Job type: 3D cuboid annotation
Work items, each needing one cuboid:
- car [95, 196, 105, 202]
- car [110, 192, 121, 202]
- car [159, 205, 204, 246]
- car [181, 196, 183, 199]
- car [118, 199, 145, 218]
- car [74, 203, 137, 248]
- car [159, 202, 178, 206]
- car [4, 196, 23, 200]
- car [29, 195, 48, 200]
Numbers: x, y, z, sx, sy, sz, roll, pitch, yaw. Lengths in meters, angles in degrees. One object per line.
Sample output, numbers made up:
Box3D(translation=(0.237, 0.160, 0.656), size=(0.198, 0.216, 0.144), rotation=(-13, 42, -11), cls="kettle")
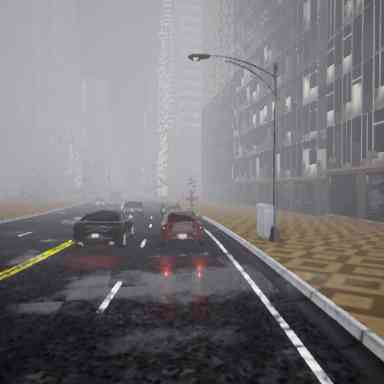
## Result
Box3D(translation=(-19.814, 1.478, 71.743), size=(1.994, 1.385, 4.181), rotation=(0, 0, -11), cls="car")
Box3D(translation=(-16.869, 1.032, 73.576), size=(2.150, 2.045, 5.566), rotation=(0, 0, -11), cls="car")
Box3D(translation=(-0.514, 1.518, 15.034), size=(1.812, 1.442, 4.674), rotation=(0, 0, -4), cls="car")
Box3D(translation=(-0.538, 1.354, 91.078), size=(5.009, 1.841, 2.192), rotation=(0, 0, -10), cls="car")
Box3D(translation=(-5.267, 1.535, 29.848), size=(2.033, 1.411, 5.357), rotation=(0, 0, -8), cls="car")
Box3D(translation=(-3.757, 1.474, 14.817), size=(1.882, 1.535, 5.008), rotation=(0, 0, -4), cls="car")
Box3D(translation=(-2.049, 1.580, 30.310), size=(1.895, 1.301, 4.718), rotation=(0, 0, -8), cls="car")
Box3D(translation=(-44.409, 1.374, 82.957), size=(4.206, 1.307, 1.802), rotation=(0, 0, -10), cls="car")
Box3D(translation=(-38.809, 1.390, 83.944), size=(4.313, 1.339, 1.947), rotation=(0, 0, -10), cls="car")
